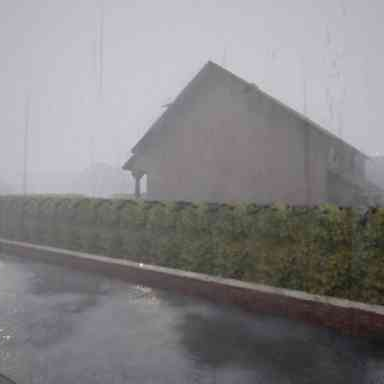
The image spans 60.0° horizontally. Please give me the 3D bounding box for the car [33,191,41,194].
[{"bbox_3d":[-32.100,0.633,69.186,3.866,1.878,1.905,0,0,36],"label":"car"}]
